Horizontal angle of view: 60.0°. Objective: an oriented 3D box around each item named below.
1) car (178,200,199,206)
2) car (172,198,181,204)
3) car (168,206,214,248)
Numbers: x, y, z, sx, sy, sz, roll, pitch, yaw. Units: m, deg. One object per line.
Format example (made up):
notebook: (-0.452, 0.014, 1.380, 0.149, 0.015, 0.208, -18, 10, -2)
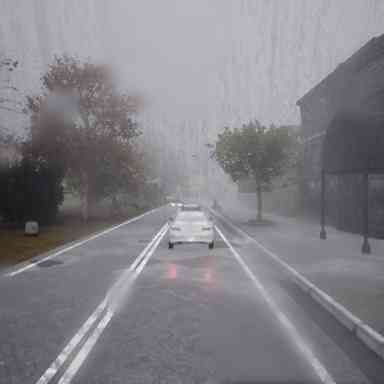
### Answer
car: (-0.095, 1.646, 29.674, 1.812, 1.442, 4.674, 0, 0, 0)
car: (-3.509, 1.989, 76.494, 1.895, 1.301, 4.718, 0, 0, 0)
car: (-0.042, 1.552, 14.674, 1.812, 1.442, 4.674, 0, 0, 0)
